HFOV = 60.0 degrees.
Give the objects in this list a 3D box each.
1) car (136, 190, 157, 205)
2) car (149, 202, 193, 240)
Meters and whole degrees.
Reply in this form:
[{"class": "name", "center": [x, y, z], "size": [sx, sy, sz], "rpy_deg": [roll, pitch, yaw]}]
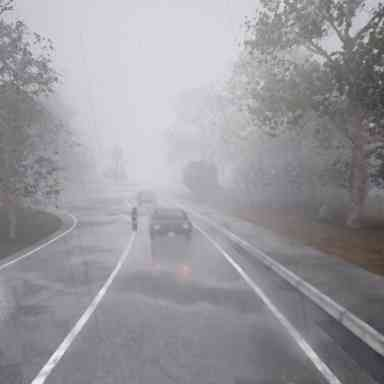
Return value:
[{"class": "car", "center": [-4.651, 0.493, 33.798], "size": [2.033, 1.411, 5.357], "rpy_deg": [-1, 5, -13]}, {"class": "car", "center": [-1.145, 1.447, 16.400], "size": [1.895, 1.301, 4.718], "rpy_deg": [-1, 2, -7]}]
